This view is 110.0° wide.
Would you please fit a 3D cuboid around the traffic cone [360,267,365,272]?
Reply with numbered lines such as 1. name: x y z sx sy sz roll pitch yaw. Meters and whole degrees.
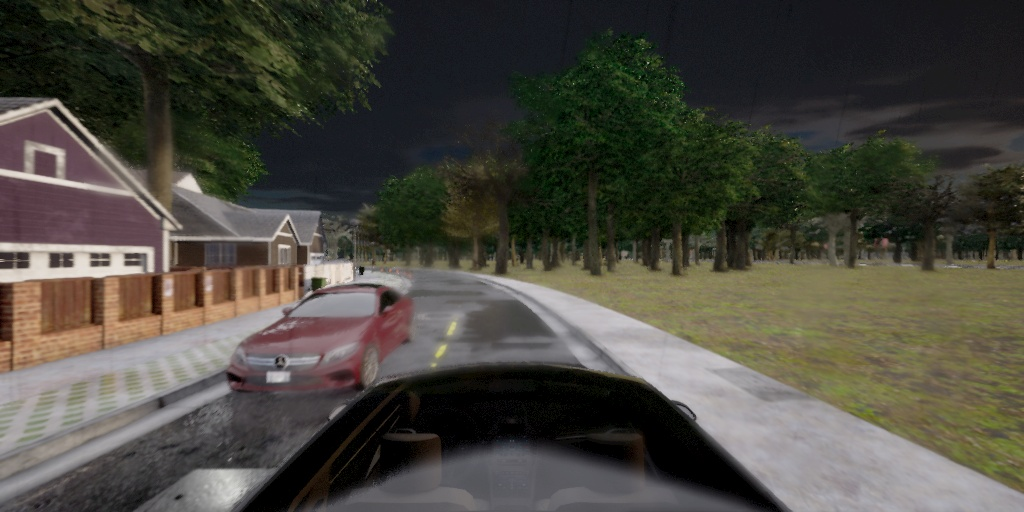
1. traffic cone: -24.665 1.987 59.816 0.340 0.580 0.340 0 0 -40

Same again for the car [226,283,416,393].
1. car: -3.099 1.295 6.906 1.812 1.442 4.674 0 0 -3

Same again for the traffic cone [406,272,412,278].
1. traffic cone: -9.859 1.828 34.817 0.340 0.580 0.340 0 0 -21

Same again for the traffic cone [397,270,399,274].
1. traffic cone: -13.870 1.879 43.675 0.340 0.580 0.340 0 0 -27

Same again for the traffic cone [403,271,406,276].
1. traffic cone: -11.743 1.852 39.301 0.340 0.580 0.340 0 0 -24
